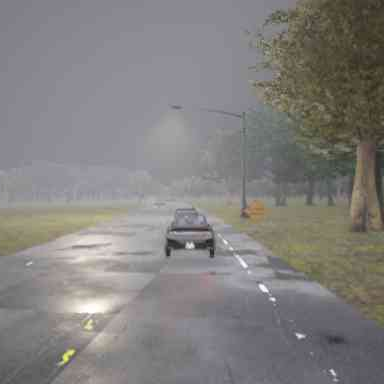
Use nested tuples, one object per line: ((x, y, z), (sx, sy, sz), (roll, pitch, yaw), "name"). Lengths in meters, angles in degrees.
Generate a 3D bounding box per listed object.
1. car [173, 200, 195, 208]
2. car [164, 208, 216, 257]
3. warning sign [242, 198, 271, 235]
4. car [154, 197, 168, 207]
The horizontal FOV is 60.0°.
((-0.504, 1.752, 28.585), (2.128, 1.511, 4.902), (0, 0, -2), "car")
((-0.091, 1.618, 13.556), (2.128, 1.511, 4.902), (0, 0, -1), "car")
((3.374, 1.275, 17.501), (1.300, 1.860, 1.060), (1, 0, -1), "warning sign")
((-6.332, 1.940, 65.521), (2.097, 1.767, 4.553), (0, -1, -5), "car")
